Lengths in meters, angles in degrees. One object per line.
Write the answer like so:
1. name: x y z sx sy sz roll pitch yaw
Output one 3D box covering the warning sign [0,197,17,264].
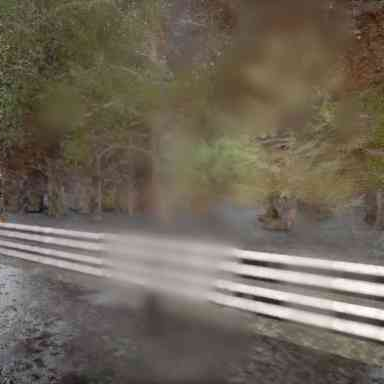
1. warning sign: -5.913 1.095 9.392 1.060 1.860 1.300 -2 0 36
